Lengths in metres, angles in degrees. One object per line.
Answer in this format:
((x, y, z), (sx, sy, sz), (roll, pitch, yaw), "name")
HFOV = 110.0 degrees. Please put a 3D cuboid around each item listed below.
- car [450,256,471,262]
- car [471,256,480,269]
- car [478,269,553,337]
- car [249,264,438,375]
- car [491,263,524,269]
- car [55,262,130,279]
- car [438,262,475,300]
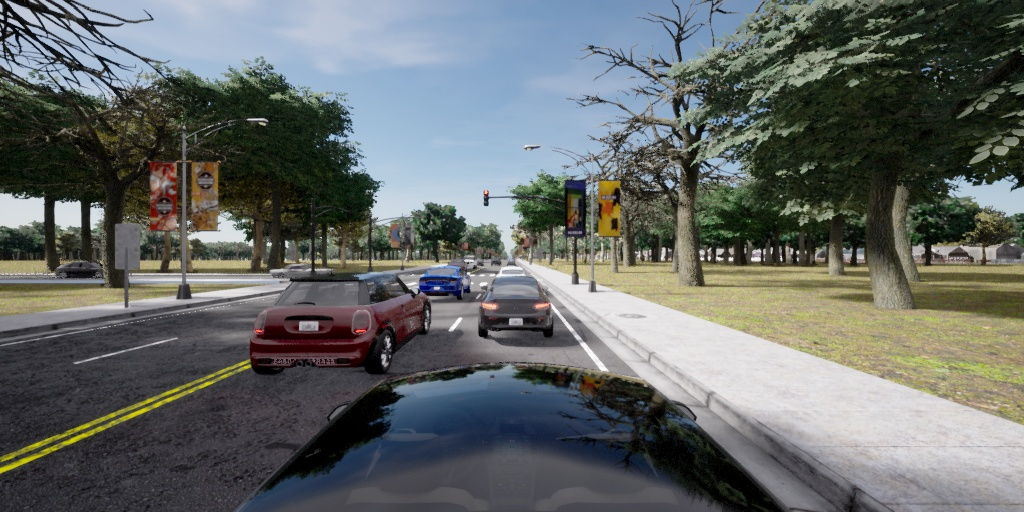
((-6.673, 1.116, 43.612), (2.097, 1.767, 4.553), (0, 0, 0), "car")
((-6.701, 0.989, 55.847), (2.150, 2.045, 5.566), (0, 1, -1), "car")
((0.086, 1.276, 10.154), (1.812, 1.442, 4.674), (0, 0, 0), "car")
((-3.159, 1.102, 7.669), (2.097, 1.767, 4.553), (0, 0, 0), "car")
((0.033, 1.279, 19.257), (1.812, 1.442, 4.674), (0, 0, 0), "car")
((-34.957, 1.223, 29.967), (4.892, 1.490, 1.837), (0, 0, 0), "car")
((-3.179, 1.230, 17.778), (1.882, 1.535, 5.008), (0, 0, 1), "car")
